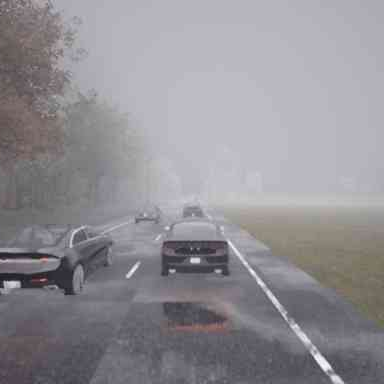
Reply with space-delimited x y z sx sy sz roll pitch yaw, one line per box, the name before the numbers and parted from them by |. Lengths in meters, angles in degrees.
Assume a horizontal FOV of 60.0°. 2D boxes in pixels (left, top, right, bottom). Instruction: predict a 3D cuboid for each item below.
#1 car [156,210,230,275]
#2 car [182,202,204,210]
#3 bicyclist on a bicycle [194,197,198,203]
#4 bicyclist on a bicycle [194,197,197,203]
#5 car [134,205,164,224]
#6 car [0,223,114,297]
car | 0.093 1.565 10.754 1.882 1.535 5.008 0 0 0
car | 0.102 1.763 32.063 1.837 1.490 4.892 0 0 0
bicyclist on a bicycle | 0.974 1.994 77.526 0.659 1.776 1.843 0 0 0
bicyclist on a bicycle | 0.973 2.137 86.529 0.866 1.612 1.509 0 0 0
car | -3.400 1.764 26.872 2.033 1.411 5.357 0 0 0
car | -3.414 1.564 8.777 2.128 1.511 4.902 0 0 0
